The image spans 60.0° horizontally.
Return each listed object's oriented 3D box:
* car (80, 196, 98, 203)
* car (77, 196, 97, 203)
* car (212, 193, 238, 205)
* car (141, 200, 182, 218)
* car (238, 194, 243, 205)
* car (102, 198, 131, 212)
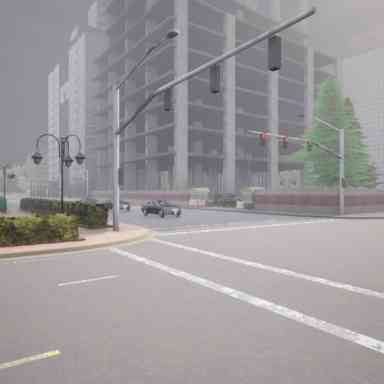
[{"bbox_3d":[-20.713,1.545,66.671,1.895,1.301,4.718,0,0,-36],"label":"car"},{"bbox_3d":[-14.522,1.508,45.934,1.994,1.385,4.181,0,0,-36],"label":"car"},{"bbox_3d":[4.957,1.114,53.441,1.905,1.878,3.866,0,0,-36],"label":"car"},{"bbox_3d":[-2.819,1.436,29.815,2.128,1.511,4.902,0,0,-36],"label":"car"},{"bbox_3d":[7.346,1.114,55.157,1.905,1.878,3.866,0,0,-36],"label":"car"},{"bbox_3d":[-8.656,1.436,37.848,2.128,1.511,4.902,0,0,-36],"label":"car"}]
